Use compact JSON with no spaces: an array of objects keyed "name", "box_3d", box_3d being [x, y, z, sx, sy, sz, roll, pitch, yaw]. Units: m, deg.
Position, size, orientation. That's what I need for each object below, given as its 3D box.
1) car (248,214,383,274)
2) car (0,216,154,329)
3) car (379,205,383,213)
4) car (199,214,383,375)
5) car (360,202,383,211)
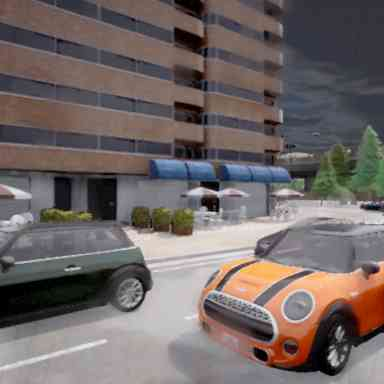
[{"name":"car","box_3d":[4.615,1.613,11.774,5.357,1.411,2.033,0,0,-37]},{"name":"car","box_3d":[-3.061,1.381,6.136,4.553,1.767,2.097,0,0,-37]},{"name":"car","box_3d":[12.071,1.612,18.794,1.837,1.490,4.892,0,0,36]},{"name":"car","box_3d":[2.299,1.384,5.780,4.553,1.767,2.097,0,0,-37]},{"name":"car","box_3d":[23.095,1.831,40.977,1.895,1.301,4.718,0,0,-13]}]
